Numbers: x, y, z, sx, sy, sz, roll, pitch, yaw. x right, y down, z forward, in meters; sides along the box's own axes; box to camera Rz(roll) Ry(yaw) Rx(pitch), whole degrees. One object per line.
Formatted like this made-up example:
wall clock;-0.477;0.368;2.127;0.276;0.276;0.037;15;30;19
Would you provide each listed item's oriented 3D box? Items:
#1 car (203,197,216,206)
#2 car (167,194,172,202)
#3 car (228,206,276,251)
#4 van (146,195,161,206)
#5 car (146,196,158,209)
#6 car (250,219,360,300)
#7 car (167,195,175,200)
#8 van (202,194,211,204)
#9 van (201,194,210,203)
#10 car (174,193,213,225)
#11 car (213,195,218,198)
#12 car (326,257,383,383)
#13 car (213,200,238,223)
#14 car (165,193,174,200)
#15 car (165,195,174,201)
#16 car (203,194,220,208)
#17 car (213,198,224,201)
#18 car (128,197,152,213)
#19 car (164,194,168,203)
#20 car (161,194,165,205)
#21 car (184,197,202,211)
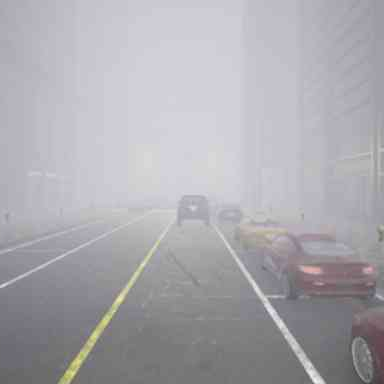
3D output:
car;2.746;1.516;53.005;1.947;1.339;4.313;0;0;0
car;-5.785;1.521;69.841;1.802;1.307;4.206;0;0;0
car;2.758;1.508;13.843;1.752;1.417;4.829;0;0;0
van;-5.778;1.295;47.367;1.690;1.788;3.998;0;0;0
car;-5.776;1.525;41.749;1.947;1.339;4.313;0;0;0
car;2.760;1.571;8.054;1.802;1.307;4.206;0;0;0
car;-5.792;1.509;92.314;1.802;1.307;4.206;0;0;0
van;2.742;1.283;64.243;1.690;1.788;3.998;0;0;0
van;2.740;1.280;69.861;1.690;1.788;3.998;0;0;0
car;0.092;1.195;23.787;2.150;2.045;5.566;0;0;0
car;2.751;1.403;36.148;1.967;1.590;4.097;0;0;0
car;2.762;1.578;2.436;1.802;1.307;4.206;0;0;0
car;2.754;1.539;24.911;1.947;1.339;4.313;0;0;0
car;-5.787;1.250;75.459;2.192;1.841;5.009;0;0;0
car;-5.791;1.475;86.696;1.887;1.381;4.507;0;0;0
car;2.747;1.269;47.386;2.192;1.841;5.009;0;0;0
car;2.753;1.513;30.530;1.887;1.381;4.507;0;0;0
car;-5.774;1.545;36.131;1.802;1.307;4.206;0;0;0
car;-5.781;1.512;58.604;1.947;1.339;4.313;0;0;0
car;-5.780;1.495;52.986;1.887;1.381;4.507;0;0;0
car;0.088;1.450;42.091;2.128;1.511;4.902;0;0;0
